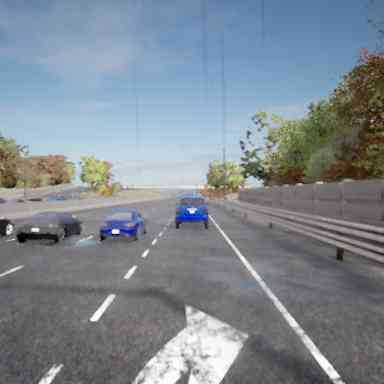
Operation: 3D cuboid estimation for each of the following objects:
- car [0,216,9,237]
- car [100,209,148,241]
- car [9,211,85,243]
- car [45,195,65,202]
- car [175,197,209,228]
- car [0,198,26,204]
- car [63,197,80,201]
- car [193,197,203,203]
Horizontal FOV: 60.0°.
[{"bbox_3d":[-10.394,1.582,15.859,1.837,1.490,4.892,0,0,0],"label":"car"},{"bbox_3d":[-3.397,1.609,17.110,1.812,1.442,4.674,0,0,0],"label":"car"},{"bbox_3d":[-6.892,1.645,16.635,1.994,1.385,4.181,0,0,0],"label":"car"},{"bbox_3d":[-24.490,1.588,59.957,2.150,2.045,5.566,0,0,0],"label":"car"},{"bbox_3d":[0.006,1.340,23.256,2.150,2.045,5.566,0,0,0],"label":"car"},{"bbox_3d":[-27.996,1.844,52.707,1.812,1.442,4.674,0,0,0],"label":"car"},{"bbox_3d":[-20.995,1.927,60.059,1.994,1.385,4.181,0,0,0],"label":"car"},{"bbox_3d":[1.507,2.126,87.801,1.837,1.490,4.892,0,-1,11],"label":"car"}]
